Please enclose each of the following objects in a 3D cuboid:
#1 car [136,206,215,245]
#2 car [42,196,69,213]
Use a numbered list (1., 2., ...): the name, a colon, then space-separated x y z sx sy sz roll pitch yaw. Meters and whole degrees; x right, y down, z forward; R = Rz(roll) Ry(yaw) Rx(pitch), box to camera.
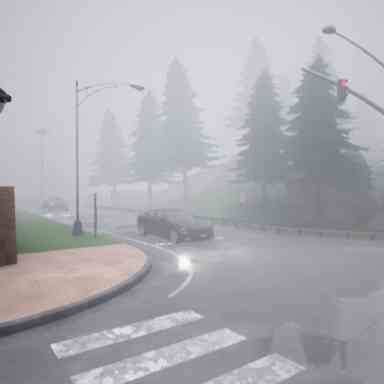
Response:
1. car: -0.932 1.488 15.856 1.882 1.535 5.008 0 1 -34
2. car: -15.028 1.228 36.503 2.097 1.767 4.553 0 0 -34
